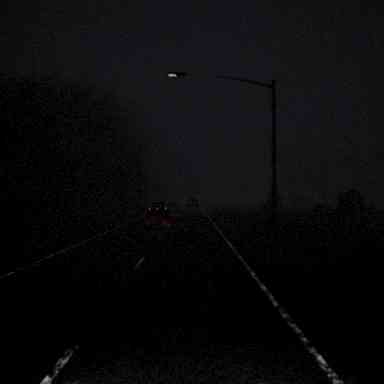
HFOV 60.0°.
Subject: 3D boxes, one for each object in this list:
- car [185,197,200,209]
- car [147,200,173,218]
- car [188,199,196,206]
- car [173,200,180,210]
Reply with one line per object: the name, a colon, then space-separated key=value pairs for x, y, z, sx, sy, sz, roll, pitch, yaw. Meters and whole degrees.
car: x=0.081 y=1.826 z=55.548 sx=2.150 sy=2.045 sz=5.566 roll=0 pitch=-1 yaw=0
car: x=-3.410 y=1.733 z=35.053 sx=2.097 sy=1.767 sz=4.553 roll=0 pitch=-1 yaw=0
car: x=-0.025 y=2.327 z=73.473 sx=1.812 sy=1.442 sz=4.674 roll=0 pitch=-1 yaw=0
car: x=-3.089 y=2.103 z=54.918 sx=1.837 sy=1.490 sz=4.892 roll=0 pitch=-1 yaw=2
